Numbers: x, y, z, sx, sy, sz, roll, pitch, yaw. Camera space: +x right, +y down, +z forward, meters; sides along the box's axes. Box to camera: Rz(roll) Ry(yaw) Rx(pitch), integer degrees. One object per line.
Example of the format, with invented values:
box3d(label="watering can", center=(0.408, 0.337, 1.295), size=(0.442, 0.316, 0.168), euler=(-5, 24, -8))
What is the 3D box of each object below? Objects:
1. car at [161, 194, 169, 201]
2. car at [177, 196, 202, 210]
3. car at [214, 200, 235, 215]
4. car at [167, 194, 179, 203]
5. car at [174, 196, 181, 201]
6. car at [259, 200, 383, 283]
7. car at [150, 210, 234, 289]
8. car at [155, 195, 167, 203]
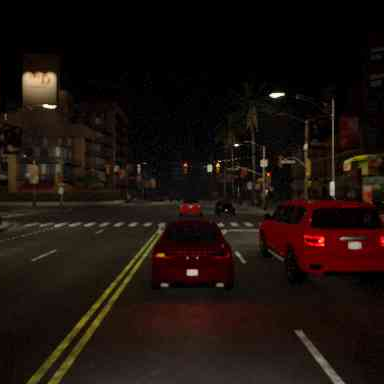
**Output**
box3d(label="car", center=(-7.652, 1.593, 94.039), size=(2.097, 1.767, 4.553), euler=(0, 0, 0))
box3d(label="car", center=(-0.127, 1.436, 33.417), size=(2.097, 1.767, 4.553), euler=(0, 0, 0))
box3d(label="car", center=(3.366, 1.612, 34.842), size=(1.812, 1.442, 4.674), euler=(0, 0, 0))
box3d(label="car", center=(-4.035, 1.423, 78.342), size=(2.150, 2.045, 5.566), euler=(0, 0, 0))
box3d(label="car", center=(-4.151, 1.763, 94.619), size=(1.812, 1.442, 4.674), euler=(0, 0, 0))
box3d(label="car", center=(3.507, 1.246, 9.846), size=(2.150, 2.045, 5.566), euler=(0, 0, 0))
box3d(label="car", center=(0.011, 1.501, 9.269), size=(1.882, 1.535, 5.008), euler=(0, 0, 0))
box3d(label="car", center=(-7.532, 1.750, 77.864), size=(1.994, 1.385, 4.181), euler=(0, 0, 0))
